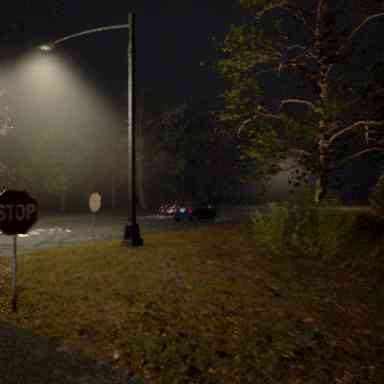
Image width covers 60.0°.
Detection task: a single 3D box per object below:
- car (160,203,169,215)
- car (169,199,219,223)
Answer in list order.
[{"bbox_3d":[-1.589,1.633,37.790,2.097,1.767,4.553,-1,-1,36],"label":"car"},{"bbox_3d":[0.478,1.600,28.726,2.097,1.767,4.553,-1,-1,36],"label":"car"}]
